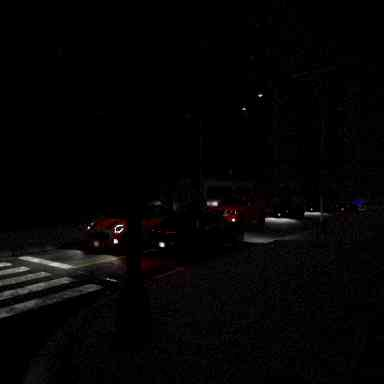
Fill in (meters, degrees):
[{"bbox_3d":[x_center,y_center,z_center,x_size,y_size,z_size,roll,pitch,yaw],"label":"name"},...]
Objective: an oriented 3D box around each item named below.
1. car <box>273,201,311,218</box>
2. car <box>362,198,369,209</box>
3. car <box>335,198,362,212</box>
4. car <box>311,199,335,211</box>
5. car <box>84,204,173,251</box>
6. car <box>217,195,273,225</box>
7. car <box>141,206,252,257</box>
[{"bbox_3d":[8.964,1.538,30.591,2.033,1.411,5.357,0,0,35],"label":"car"},{"bbox_3d":[23.574,1.536,46.750,1.812,1.442,4.674,0,0,35],"label":"car"},{"bbox_3d":[17.831,1.605,38.348,1.895,1.301,4.718,0,0,35],"label":"car"},{"bbox_3d":[14.733,1.538,38.882,2.033,1.411,5.357,0,0,35],"label":"car"},{"bbox_3d":[-2.306,1.345,14.213,2.097,1.767,4.553,0,0,34],"label":"car"},{"bbox_3d":[3.139,1.213,22.156,2.150,2.045,5.566,0,0,35],"label":"car"},{"bbox_3d":[0.373,1.510,13.129,1.837,1.490,4.892,0,0,35],"label":"car"}]
